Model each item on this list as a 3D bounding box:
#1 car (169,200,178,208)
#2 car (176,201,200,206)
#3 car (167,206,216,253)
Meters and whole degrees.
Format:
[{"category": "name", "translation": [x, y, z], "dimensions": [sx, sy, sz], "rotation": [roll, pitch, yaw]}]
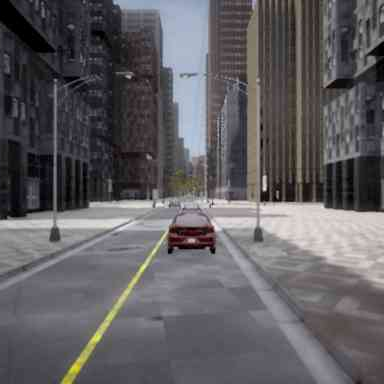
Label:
[{"category": "car", "translation": [-3.067, 2.097, 59.456], "dimensions": [1.994, 1.385, 4.181], "rotation": [0, -1, 0]}, {"category": "car", "translation": [-0.028, 1.763, 29.299], "dimensions": [2.128, 1.511, 4.902], "rotation": [0, 0, 0]}, {"category": "car", "translation": [-0.009, 1.614, 14.479], "dimensions": [1.882, 1.535, 5.008], "rotation": [0, 0, 0]}]
